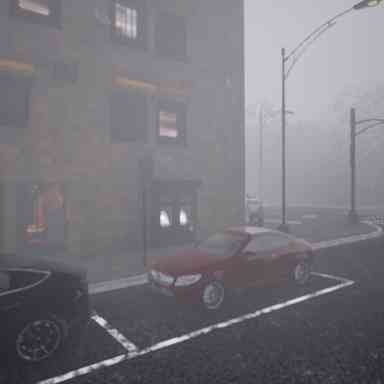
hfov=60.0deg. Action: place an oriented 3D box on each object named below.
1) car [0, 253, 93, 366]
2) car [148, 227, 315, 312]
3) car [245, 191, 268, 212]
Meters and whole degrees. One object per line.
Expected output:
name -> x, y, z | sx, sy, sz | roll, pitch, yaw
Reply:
car -> -3.475, 1.576, 4.230 | 4.313, 1.339, 1.947 | -1, 2, -35
car -> 1.058, 1.483, 7.461 | 4.206, 1.307, 1.802 | -1, 2, -35
car -> 4.502, 0.882, 31.230 | 2.150, 2.045, 5.566 | 0, 2, -34
